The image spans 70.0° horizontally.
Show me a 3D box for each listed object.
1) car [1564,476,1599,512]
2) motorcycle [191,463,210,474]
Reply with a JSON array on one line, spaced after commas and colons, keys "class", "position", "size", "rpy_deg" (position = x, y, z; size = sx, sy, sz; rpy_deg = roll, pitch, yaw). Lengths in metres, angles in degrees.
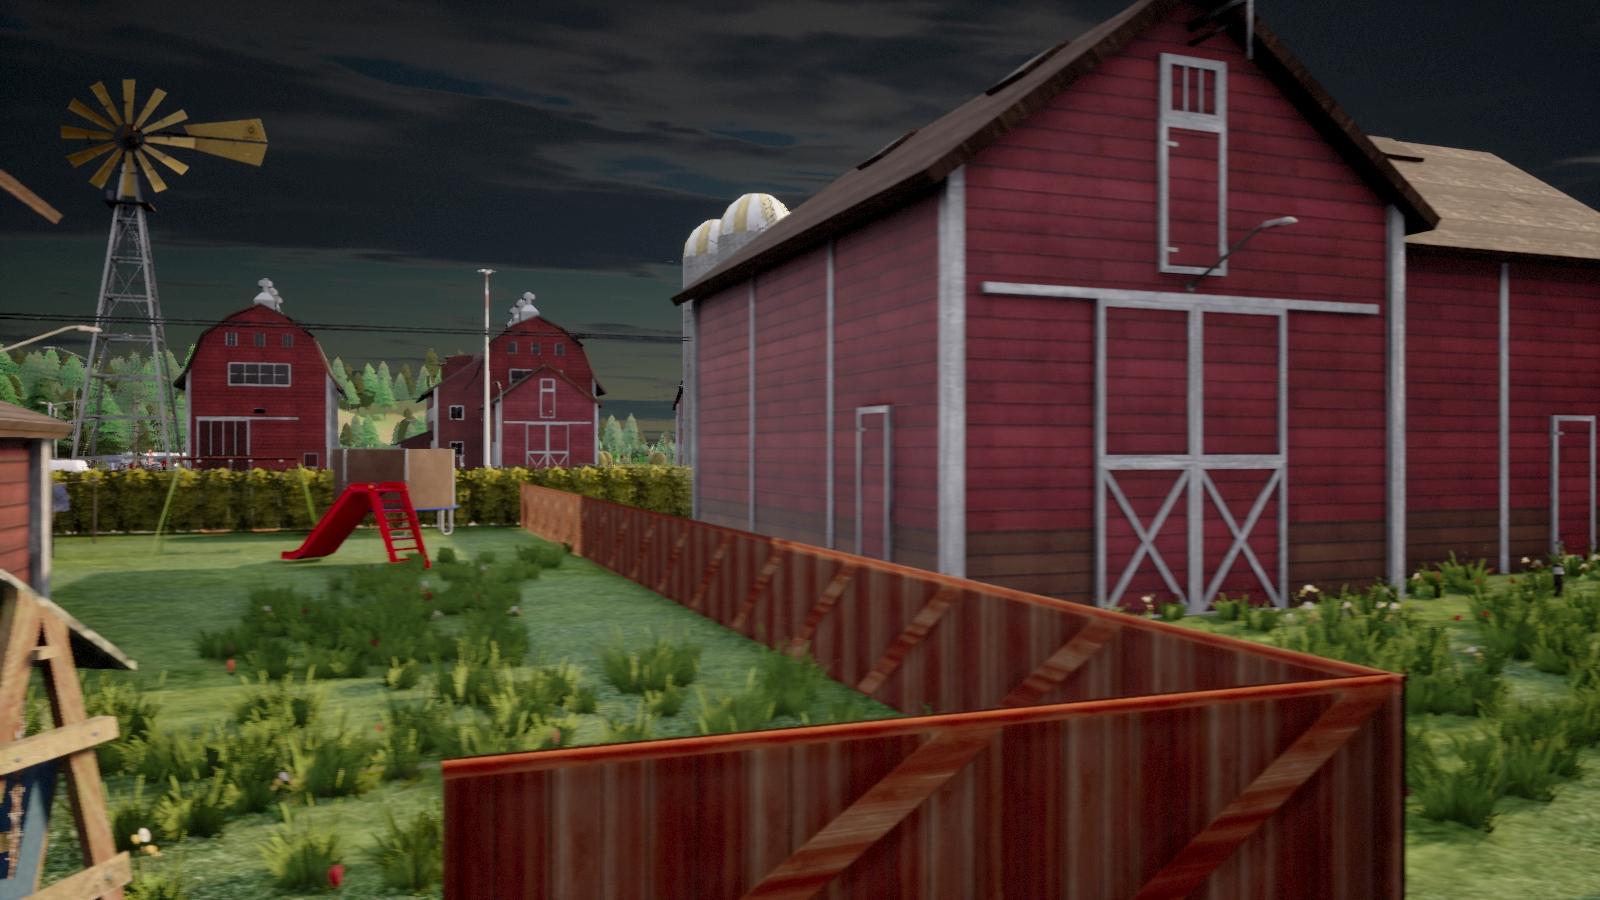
[{"class": "car", "position": [35.397, 1.912, 48.930], "size": [2.128, 1.511, 4.902], "rpy_deg": [0, 0, 1]}, {"class": "motorcycle", "position": [-68.964, 2.142, 131.527], "size": [1.805, 1.316, 0.856], "rpy_deg": [0, -1, -17]}]
